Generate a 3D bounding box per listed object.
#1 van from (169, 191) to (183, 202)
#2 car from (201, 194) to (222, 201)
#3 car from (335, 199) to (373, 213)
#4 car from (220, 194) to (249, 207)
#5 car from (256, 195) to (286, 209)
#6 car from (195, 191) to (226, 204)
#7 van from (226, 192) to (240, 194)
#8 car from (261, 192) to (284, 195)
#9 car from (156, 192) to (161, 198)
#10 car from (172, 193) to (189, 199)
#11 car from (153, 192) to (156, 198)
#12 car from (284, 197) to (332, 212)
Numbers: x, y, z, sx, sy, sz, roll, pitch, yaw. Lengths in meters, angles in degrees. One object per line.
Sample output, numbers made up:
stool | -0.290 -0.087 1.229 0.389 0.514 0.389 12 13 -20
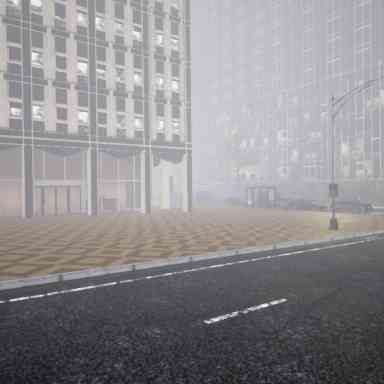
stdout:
van | -3.168 0.936 60.080 1.690 1.788 3.998 0 1 -34
car | 3.756 1.041 64.802 1.802 1.307 4.206 -1 1 -34
car | 16.820 1.406 35.348 1.994 1.385 4.181 -1 1 -34
car | 6.392 1.318 45.966 1.947 1.339 4.313 -1 1 -34
car | 9.545 1.386 41.238 1.802 1.307 4.206 -1 1 -34
car | 2.767 0.830 55.993 2.150 2.045 5.566 -1 2 -34
van | 6.957 0.853 60.103 1.690 1.788 3.998 -1 1 -34
car | 10.962 0.969 43.936 2.150 2.045 5.566 -1 1 -34
car | -5.849 0.613 78.887 2.192 1.841 5.009 0 1 -34
car | -2.647 0.934 74.194 1.802 1.307 4.206 0 1 -34
car | -9.051 0.684 83.584 1.967 1.590 4.097 0 1 -34
car | 12.733 1.422 36.530 1.947 1.339 4.313 -1 1 -34
